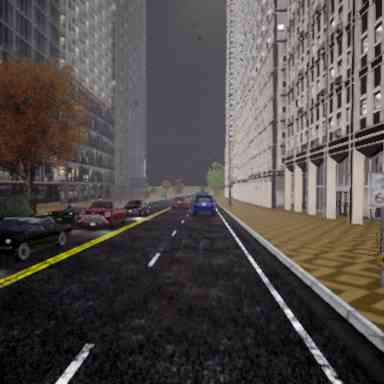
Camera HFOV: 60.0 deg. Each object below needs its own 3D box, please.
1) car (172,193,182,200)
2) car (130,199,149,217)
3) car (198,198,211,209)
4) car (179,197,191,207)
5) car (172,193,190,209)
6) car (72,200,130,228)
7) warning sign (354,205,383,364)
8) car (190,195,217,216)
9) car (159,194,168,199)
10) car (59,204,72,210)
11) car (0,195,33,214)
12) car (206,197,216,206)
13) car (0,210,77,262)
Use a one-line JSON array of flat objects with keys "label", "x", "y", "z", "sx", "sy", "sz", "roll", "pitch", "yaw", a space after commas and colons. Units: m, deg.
[{"label": "car", "x": -3.541, "y": 1.028, "z": 79.449, "sx": 2.097, "sy": 1.767, "sz": 4.553, "roll": 0, "pitch": 0, "yaw": 2}, {"label": "car", "x": -5.398, "y": 1.506, "z": 32.077, "sx": 1.837, "sy": 1.490, "sz": 4.892, "roll": 0, "pitch": 0, "yaw": 3}, {"label": "car", "x": 1.813, "y": 1.604, "z": 47.979, "sx": 1.812, "sy": 1.442, "sz": 4.674, "roll": 0, "pitch": -1, "yaw": 3}, {"label": "car", "x": -1.110, "y": 1.586, "z": 55.188, "sx": 1.812, "sy": 1.442, "sz": 4.674, "roll": 0, "pitch": 0, "yaw": 2}, {"label": "car", "x": -1.515, "y": 1.400, "z": 45.267, "sx": 2.097, "sy": 1.767, "sz": 4.553, "roll": 0, "pitch": 0, "yaw": 4}, {"label": "car", "x": -5.809, "y": 1.336, "z": 21.983, "sx": 2.097, "sy": 1.767, "sz": 4.553, "roll": 0, "pitch": 0, "yaw": 2}, {"label": "warning sign", "x": 2.986, "y": 1.146, "z": 4.210, "sx": 1.300, "sy": 1.860, "sz": 1.060, "roll": 1, "pitch": 1, "yaw": 2}, {"label": "car", "x": 1.278, "y": 1.276, "z": 33.679, "sx": 2.150, "sy": 2.045, "sz": 5.566, "roll": 0, "pitch": 0, "yaw": 4}, {"label": "car", "x": -6.791, "y": 1.171, "z": 79.541, "sx": 1.812, "sy": 1.442, "sz": 4.674, "roll": 0, "pitch": 0, "yaw": 2}, {"label": "car", "x": -8.947, "y": 1.563, "z": 24.986, "sx": 1.895, "sy": 1.301, "sz": 4.718, "roll": 0, "pitch": 0, "yaw": 2}, {"label": "car", "x": -9.332, "y": 1.167, "z": 14.952, "sx": 2.150, "sy": 2.045, "sz": 5.566, "roll": 0, "pitch": 0, "yaw": 2}, {"label": "car", "x": 3.334, "y": 1.626, "z": 59.263, "sx": 1.812, "sy": 1.442, "sz": 4.674, "roll": 0, "pitch": 0, "yaw": 2}, {"label": "car", "x": -6.189, "y": 1.568, "z": 12.207, "sx": 1.895, "sy": 1.301, "sz": 4.718, "roll": 0, "pitch": 0, "yaw": 2}]
